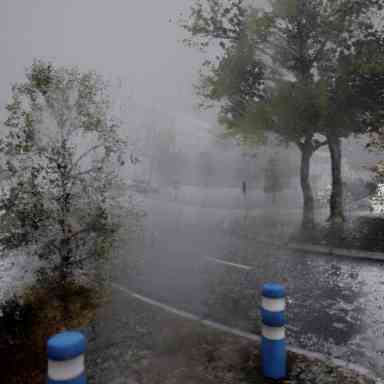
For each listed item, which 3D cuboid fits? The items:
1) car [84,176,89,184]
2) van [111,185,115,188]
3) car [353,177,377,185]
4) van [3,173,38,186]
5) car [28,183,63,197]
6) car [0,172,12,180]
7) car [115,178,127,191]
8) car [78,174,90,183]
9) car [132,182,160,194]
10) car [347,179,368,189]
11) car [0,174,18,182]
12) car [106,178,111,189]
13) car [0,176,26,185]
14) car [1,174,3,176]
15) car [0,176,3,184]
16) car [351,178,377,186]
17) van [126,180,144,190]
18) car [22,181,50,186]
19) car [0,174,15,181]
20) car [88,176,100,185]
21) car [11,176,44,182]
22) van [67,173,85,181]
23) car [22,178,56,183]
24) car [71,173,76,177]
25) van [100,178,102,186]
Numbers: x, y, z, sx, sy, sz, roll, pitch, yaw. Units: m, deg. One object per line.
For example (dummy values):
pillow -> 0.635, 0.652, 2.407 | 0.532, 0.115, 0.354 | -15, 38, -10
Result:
car -> -21.947, -2.420, 77.407 | 2.163, 1.488, 4.792 | 5, 4, 32
van -> -12.992, -1.408, 65.313 | 1.878, 1.987, 4.442 | 6, 5, 33
car -> 41.833, -2.621, 80.540 | 4.553, 1.767, 2.185 | -2, 3, 12
van -> -30.922, -1.837, 60.043 | 1.878, 1.987, 4.442 | 5, 6, 31
car -> -19.838, -0.102, 46.409 | 2.002, 1.452, 4.674 | 4, 5, 31
car -> -45.391, -3.703, 78.510 | 2.185, 1.767, 4.553 | 5, 6, 32
car -> -11.152, -1.183, 62.991 | 2.435, 2.045, 5.566 | 6, 5, 33
car -> -23.759, -2.954, 79.774 | 2.435, 2.045, 5.566 | 5, 4, 32
car -> -7.577, -0.429, 58.247 | 2.097, 1.535, 5.008 | 5, 4, 33
car -> 35.503, -1.519, 70.621 | 4.792, 1.488, 2.163 | -2, 4, 14
car -> -41.782, -3.088, 73.908 | 2.231, 1.521, 4.892 | 5, 6, 32
car -> -14.749, -1.563, 67.790 | 2.185, 1.767, 4.553 | 5, 4, 33
car -> -36.323, -2.325, 67.054 | 2.163, 1.488, 4.792 | 4, 5, 32
car -> -34.523, -2.108, 64.732 | 2.097, 1.535, 5.008 | 4, 5, 31
car -> -32.596, -1.876, 62.607 | 1.946, 1.575, 5.366 | 4, 5, 31
car -> 40.326, -2.263, 78.033 | 5.008, 1.535, 2.097 | -2, 4, 13
van -> -9.289, -0.909, 60.726 | 1.878, 1.987, 4.442 | 5, 4, 33
car -> -21.667, -0.361, 48.726 | 2.163, 1.488, 4.792 | 4, 5, 31
car -> -43.598, -3.334, 76.203 | 2.097, 1.535, 5.008 | 5, 6, 32
car -> -20.135, -2.195, 75.001 | 2.231, 1.521, 4.892 | 6, 5, 33
car -> -27.176, -1.253, 55.590 | 2.185, 1.767, 4.553 | 5, 6, 31
van -> -31.093, -3.937, 89.275 | 1.878, 1.987, 4.442 | 5, 4, 32
car -> -23.497, -0.761, 51.004 | 2.185, 1.767, 4.553 | 5, 6, 31
car -> -27.442, -3.459, 84.508 | 2.435, 2.045, 5.566 | 5, 4, 32
van -> -16.460, -1.919, 70.302 | 1.878, 1.987, 4.442 | 5, 4, 33
